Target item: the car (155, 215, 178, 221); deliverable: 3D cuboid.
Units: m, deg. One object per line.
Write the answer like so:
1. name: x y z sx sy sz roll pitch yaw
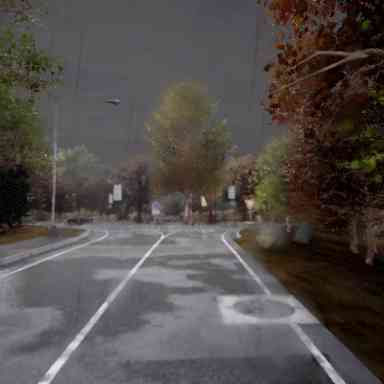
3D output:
1. car: -5.362 5.346 67.963 4.902 1.511 2.128 1 -4 -6

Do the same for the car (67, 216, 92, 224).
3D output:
1. car: -19.039 4.703 56.245 1.895 1.301 4.718 -1 -4 18
